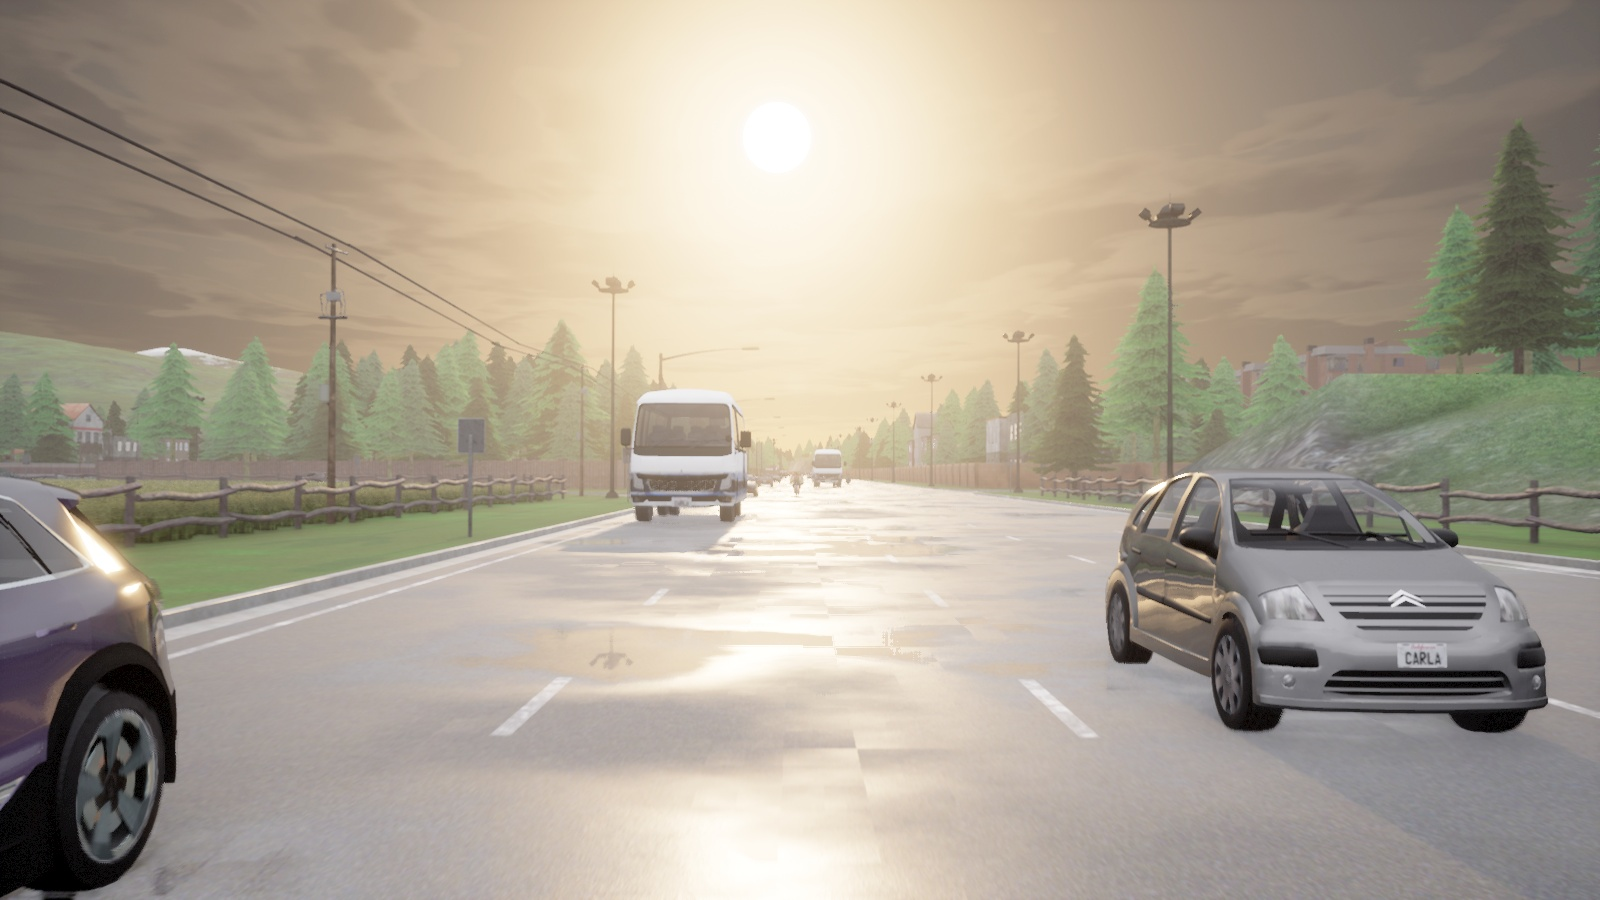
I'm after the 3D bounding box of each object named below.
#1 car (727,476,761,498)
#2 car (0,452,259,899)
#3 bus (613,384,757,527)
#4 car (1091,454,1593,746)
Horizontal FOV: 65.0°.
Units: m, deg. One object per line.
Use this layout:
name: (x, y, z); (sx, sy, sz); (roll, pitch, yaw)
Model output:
car: (-3.704, 2.440, 83.803); (2.033, 1.411, 5.357); (0, -1, 0)
car: (-3.509, 0.825, 3.367); (2.033, 1.649, 4.856); (0, -1, 0)
bus: (-3.609, 0.248, 42.574); (3.944, 4.253, 10.273); (0, -1, 0)
car: (3.478, 0.869, 8.987); (1.851, 1.617, 3.988); (0, -1, 0)
